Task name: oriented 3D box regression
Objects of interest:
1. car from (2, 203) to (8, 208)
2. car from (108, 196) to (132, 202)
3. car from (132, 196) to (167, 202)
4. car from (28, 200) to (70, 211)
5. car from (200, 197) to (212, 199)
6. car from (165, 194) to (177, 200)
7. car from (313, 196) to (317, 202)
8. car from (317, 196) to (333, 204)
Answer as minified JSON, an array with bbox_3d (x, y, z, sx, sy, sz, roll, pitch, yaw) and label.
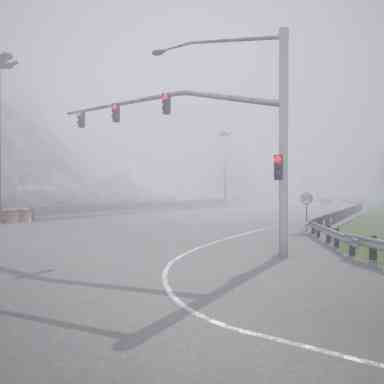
[{"bbox_3d":[-23.825,1.516,37.926,1.895,1.301,4.718,0,0,32],"label":"car"},{"bbox_3d":[-11.913,1.467,56.748,2.033,1.411,5.357,0,0,31],"label":"car"},{"bbox_3d":[-5.909,1.505,46.600,1.994,1.385,4.181,0,0,32],"label":"car"},{"bbox_3d":[-13.994,1.539,33.818,1.895,1.301,4.718,0,0,32],"label":"car"},{"bbox_3d":[2.394,1.544,61.208,1.895,1.301,4.718,0,0,24],"label":"car"},{"bbox_3d":[-4.914,1.274,70.667,2.097,1.767,4.553,0,0,18],"label":"car"},{"bbox_3d":[28.111,1.520,72.920,2.033,1.411,5.357,0,0,7],"label":"car"},{"bbox_3d":[25.561,1.549,63.331,1.994,1.385,4.181,0,0,16],"label":"car"}]
